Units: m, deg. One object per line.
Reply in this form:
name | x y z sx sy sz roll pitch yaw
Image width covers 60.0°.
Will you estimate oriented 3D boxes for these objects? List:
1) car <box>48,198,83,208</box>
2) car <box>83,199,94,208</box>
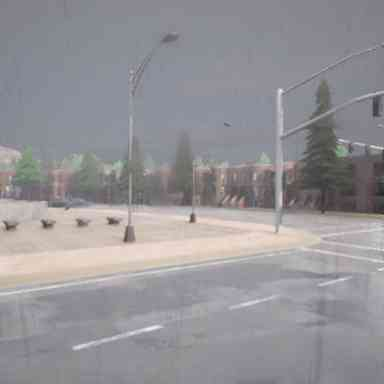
car | -18.889 1.649 48.621 4.892 1.490 1.837 0 -1 20
car | -17.559 1.700 51.848 4.674 1.442 1.812 0 -1 20
